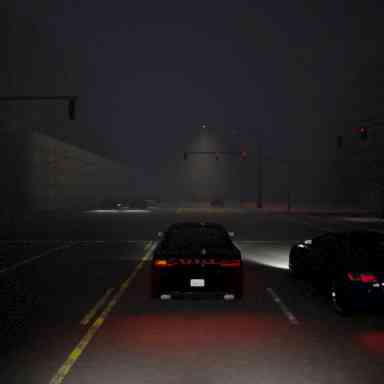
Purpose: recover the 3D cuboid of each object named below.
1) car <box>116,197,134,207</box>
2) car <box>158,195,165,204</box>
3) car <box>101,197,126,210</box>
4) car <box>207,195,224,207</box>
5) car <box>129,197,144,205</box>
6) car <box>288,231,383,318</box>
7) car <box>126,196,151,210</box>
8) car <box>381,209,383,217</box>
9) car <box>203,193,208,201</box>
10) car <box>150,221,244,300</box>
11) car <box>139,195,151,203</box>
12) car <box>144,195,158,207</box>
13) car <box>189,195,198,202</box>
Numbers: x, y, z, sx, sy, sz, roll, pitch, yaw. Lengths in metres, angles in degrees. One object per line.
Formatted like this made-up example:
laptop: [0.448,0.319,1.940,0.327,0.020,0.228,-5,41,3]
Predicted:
car: [-10.355,1.526,51.990,1.812,1.442,4.674,0,0,0]
car: [-6.788,1.505,62.399,1.837,1.490,4.892,0,0,1]
car: [-10.405,1.564,43.237,1.994,1.385,4.181,0,0,0]
car: [3.814,1.525,51.948,1.812,1.442,4.674,0,0,0]
car: [-10.292,1.564,61.890,1.994,1.385,4.181,0,0,1]
car: [3.606,1.564,7.462,1.994,1.385,4.181,0,0,0]
car: [-6.904,1.564,43.277,1.994,1.385,4.181,0,0,0]
car: [18.046,1.352,27.121,4.553,1.767,2.097,0,0,0]
car: [3.866,1.524,83.858,1.812,1.442,4.674,0,0,0]
car: [0.106,1.478,8.443,1.882,1.535,5.008,0,0,0]
car: [-10.185,1.475,72.305,1.882,1.535,5.008,0,0,0]
car: [-6.853,1.526,52.034,1.812,1.442,4.674,0,0,0]
car: [0.319,1.515,73.040,1.812,1.442,4.674,0,0,0]
